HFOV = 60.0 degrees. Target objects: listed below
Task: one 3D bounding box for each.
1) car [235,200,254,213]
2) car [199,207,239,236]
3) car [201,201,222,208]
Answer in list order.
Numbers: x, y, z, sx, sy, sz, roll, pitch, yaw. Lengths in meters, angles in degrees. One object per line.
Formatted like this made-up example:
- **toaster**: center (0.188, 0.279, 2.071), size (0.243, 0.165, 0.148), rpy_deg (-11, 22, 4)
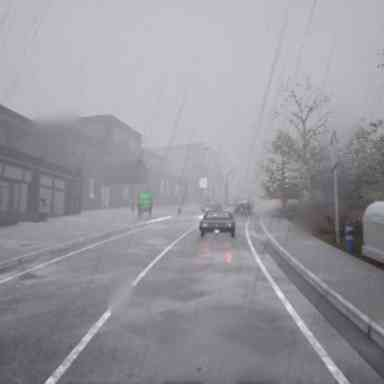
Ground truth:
- **car**: center (6.515, 1.777, 41.211), size (1.837, 1.490, 4.892), rpy_deg (-2, -1, 17)
- **car**: center (1.585, 1.748, 19.278), size (1.895, 1.301, 4.718), rpy_deg (-1, -1, 8)
- **car**: center (2.374, 1.855, 40.273), size (2.128, 1.511, 4.902), rpy_deg (-2, -1, 17)
